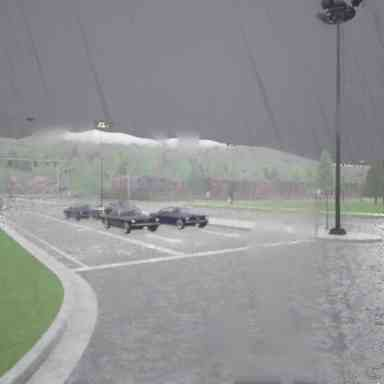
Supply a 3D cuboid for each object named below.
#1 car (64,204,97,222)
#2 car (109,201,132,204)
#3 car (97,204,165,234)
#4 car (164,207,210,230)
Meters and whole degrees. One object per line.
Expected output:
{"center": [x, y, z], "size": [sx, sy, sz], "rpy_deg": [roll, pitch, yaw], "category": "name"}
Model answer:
{"center": [-9.013, 1.646, 27.378], "size": [1.895, 1.301, 4.718], "rpy_deg": [0, 0, -35], "category": "car"}
{"center": [-6.150, 1.553, 29.392], "size": [2.128, 1.511, 4.902], "rpy_deg": [0, 0, -35], "category": "car"}
{"center": [-3.751, 1.645, 19.861], "size": [1.895, 1.301, 4.718], "rpy_deg": [0, 0, -35], "category": "car"}
{"center": [-0.907, 1.662, 21.902], "size": [1.895, 1.301, 4.718], "rpy_deg": [0, 0, -35], "category": "car"}
